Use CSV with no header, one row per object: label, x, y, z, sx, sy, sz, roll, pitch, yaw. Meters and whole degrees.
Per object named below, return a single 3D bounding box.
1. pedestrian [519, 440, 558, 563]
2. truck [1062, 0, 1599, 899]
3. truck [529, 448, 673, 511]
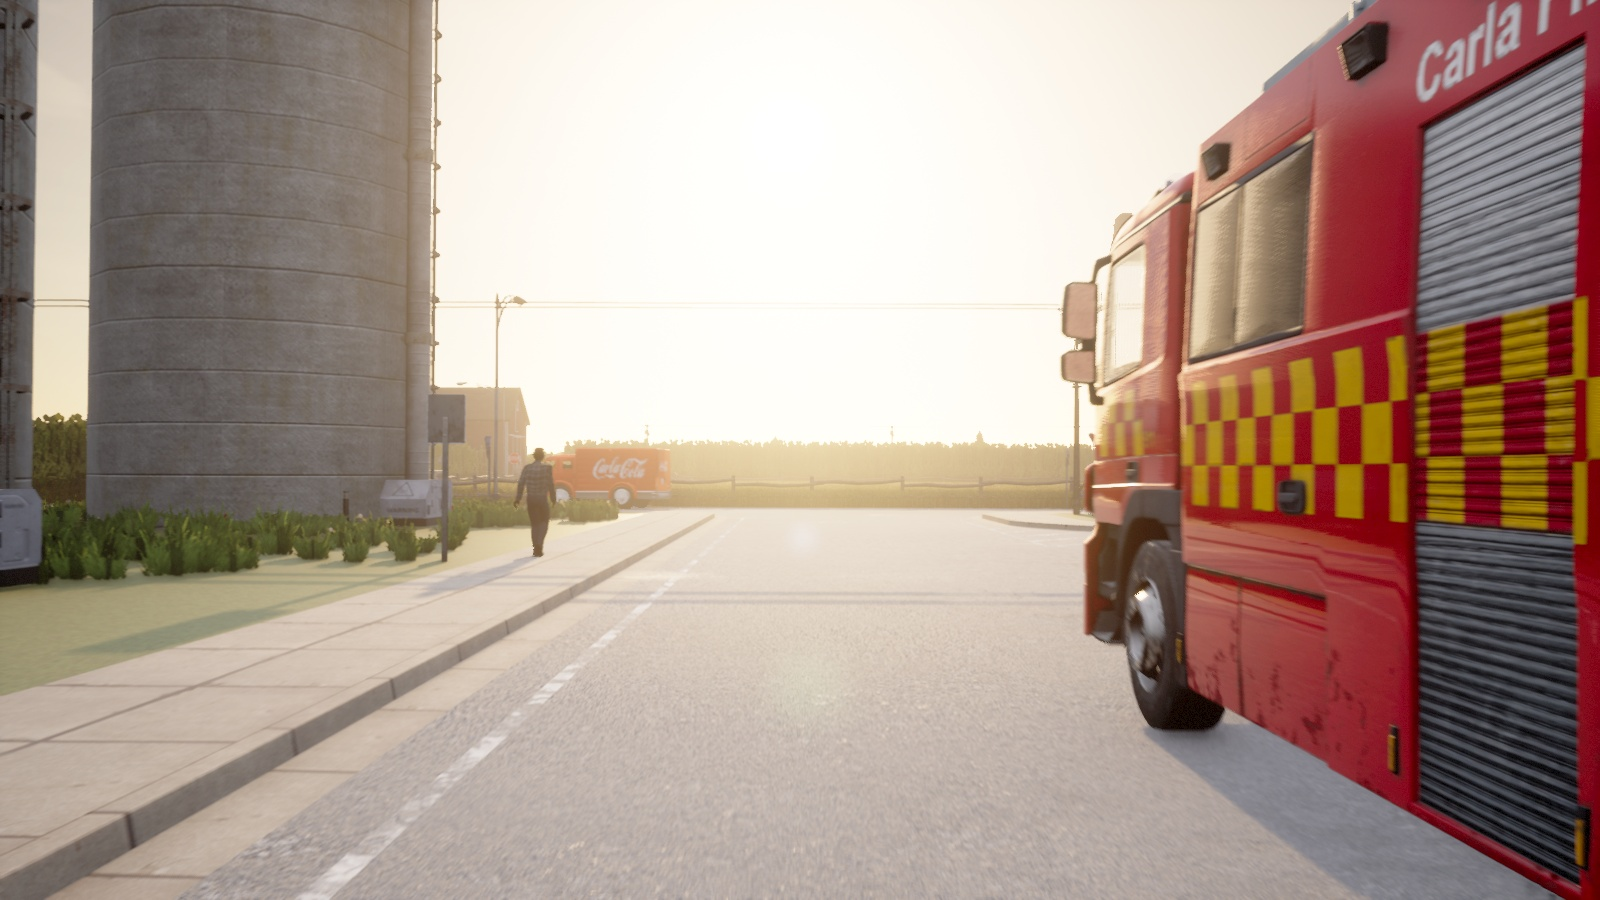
pedestrian,-4.258,0.830,20.473,0.423,1.949,0.788,0,-1,4
truck,3.483,-0.273,5.420,2.891,3.827,8.468,0,-1,0
truck,-8.019,1.211,50.872,5.204,2.467,2.627,0,-1,9
